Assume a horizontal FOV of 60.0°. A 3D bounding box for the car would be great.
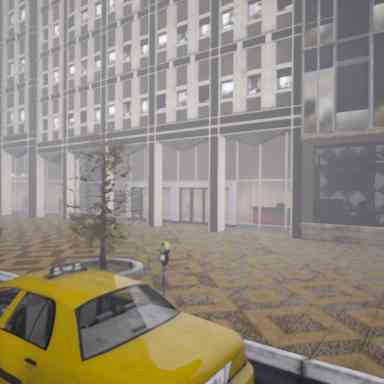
[{"bbox_3d":[-1.688,1.528,4.064,4.829,1.417,1.752,0,1,35],"label":"car"}]
